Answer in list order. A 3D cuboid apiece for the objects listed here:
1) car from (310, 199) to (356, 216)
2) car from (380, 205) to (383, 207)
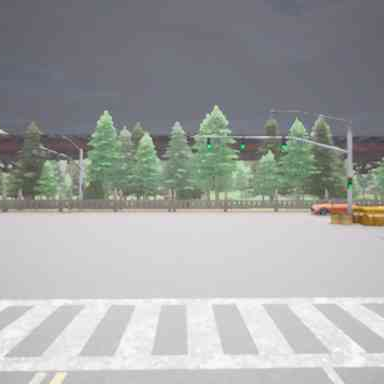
[{"bbox_3d":[14.898,1.579,35.201,4.553,1.767,2.097,0,0,-2],"label":"car"},{"bbox_3d":[16.865,1.746,28.253,4.181,1.385,1.994,0,0,-2],"label":"car"}]
